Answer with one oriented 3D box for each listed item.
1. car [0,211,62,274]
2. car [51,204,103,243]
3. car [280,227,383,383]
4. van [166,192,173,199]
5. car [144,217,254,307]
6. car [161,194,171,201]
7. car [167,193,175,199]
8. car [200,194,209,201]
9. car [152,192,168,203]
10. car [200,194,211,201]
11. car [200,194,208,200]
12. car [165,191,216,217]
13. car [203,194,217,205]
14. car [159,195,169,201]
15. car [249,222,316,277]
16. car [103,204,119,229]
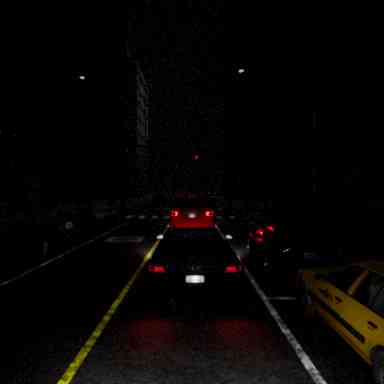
[{"bbox_3d":[-5.759,1.493,9.842,1.887,1.381,4.507,0,0,0],"label":"car"},{"bbox_3d":[-5.757,1.360,15.298,1.967,1.590,4.097,0,0,0],"label":"car"},{"bbox_3d":[2.763,1.501,4.553,1.752,1.417,4.829,0,0,0],"label":"car"},{"bbox_3d":[-5.721,0.923,85.350,1.690,1.788,3.998,0,0,0],"label":"van"},{"bbox_3d":[0.063,1.521,7.969,1.994,1.385,4.181,0,0,0],"label":"car"},{"bbox_3d":[-5.726,1.158,74.306,1.752,1.417,4.829,0,0,0],"label":"car"},{"bbox_3d":[-5.718,1.108,90.788,2.008,1.369,4.403,0,0,0],"label":"car"},{"bbox_3d":[2.799,1.176,74.471,1.887,1.381,4.507,0,0,0],"label":"car"},{"bbox_3d":[-5.735,1.023,58.162,2.192,1.841,5.009,0,0,0],"label":"car"},{"bbox_3d":[2.796,1.207,69.034,2.008,1.369,4.403,0,0,0],"label":"car"},{"bbox_3d":[2.802,1.151,79.909,1.887,1.381,4.507,0,0,0],"label":"car"},{"bbox_3d":[0.012,1.130,17.387,2.150,2.045,5.566,0,0,0],"label":"car"},{"bbox_3d":[2.788,1.174,52.721,1.967,1.590,4.097,0,0,0],"label":"car"},{"bbox_3d":[-5.729,1.239,69.038,1.802,1.307,4.206,0,0,0],"label":"car"},{"bbox_3d":[2.766,1.514,9.840,1.947,1.339,4.313,0,0,0],"label":"car"},{"bbox_3d":[-5.754,1.418,20.586,1.752,1.417,4.829,0,0,0],"label":"car"}]
